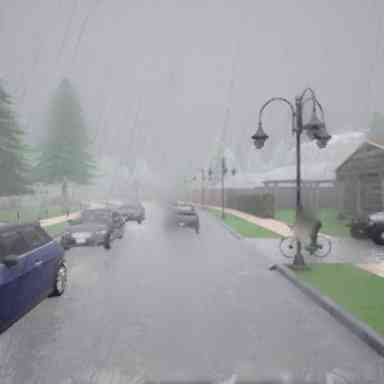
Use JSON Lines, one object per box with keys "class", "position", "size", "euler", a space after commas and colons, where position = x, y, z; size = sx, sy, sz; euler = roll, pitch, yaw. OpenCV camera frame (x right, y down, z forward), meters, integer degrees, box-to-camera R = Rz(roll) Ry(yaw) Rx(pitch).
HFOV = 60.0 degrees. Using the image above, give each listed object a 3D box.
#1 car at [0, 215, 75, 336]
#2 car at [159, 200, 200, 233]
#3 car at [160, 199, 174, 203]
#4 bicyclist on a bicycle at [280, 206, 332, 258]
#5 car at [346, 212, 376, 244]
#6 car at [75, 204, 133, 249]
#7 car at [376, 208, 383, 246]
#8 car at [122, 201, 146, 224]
{"class": "car", "position": [-3.771, 1.365, 5.515], "size": [2.097, 1.767, 4.553], "euler": [0, 0, -2]}
{"class": "car", "position": [-0.579, 1.468, 19.295], "size": [2.128, 1.511, 4.902], "euler": [0, 0, -2]}
{"class": "car", "position": [-3.402, 1.555, 46.281], "size": [1.895, 1.301, 4.718], "euler": [0, 0, -12]}
{"class": "bicyclist on a bicycle", "position": [3.539, 1.247, 10.363], "size": [1.656, 1.620, 0.582], "euler": [0, 0, -2]}
{"class": "car", "position": [8.485, 1.111, 13.415], "size": [3.866, 1.878, 1.905], "euler": [0, 0, -2]}
{"class": "car", "position": [-4.112, 1.494, 14.507], "size": [2.128, 1.511, 4.902], "euler": [0, 0, -2]}
{"class": "car", "position": [8.973, 1.110, 10.919], "size": [4.605, 1.855, 1.932], "euler": [0, 0, -2]}
{"class": "car", "position": [-4.540, 1.495, 24.836], "size": [1.837, 1.490, 4.892], "euler": [0, 0, -3]}
